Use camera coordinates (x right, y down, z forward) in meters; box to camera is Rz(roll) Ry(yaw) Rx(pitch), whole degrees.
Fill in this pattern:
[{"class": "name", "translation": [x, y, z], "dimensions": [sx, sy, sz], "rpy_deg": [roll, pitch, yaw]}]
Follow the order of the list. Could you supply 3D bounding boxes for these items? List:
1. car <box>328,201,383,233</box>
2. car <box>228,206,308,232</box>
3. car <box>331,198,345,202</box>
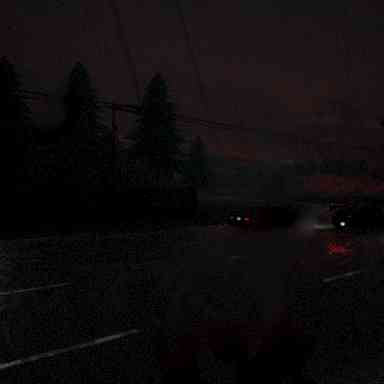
[{"class": "car", "translation": [10.233, 1.491, 19.636], "dimensions": [4.892, 1.490, 1.837], "rpy_deg": [0, 0, -35]}, {"class": "car", "translation": [4.645, 1.535, 19.950], "dimensions": [5.357, 1.411, 2.033], "rpy_deg": [0, 0, -35]}, {"class": "car", "translation": [16.540, 1.484, 37.587], "dimensions": [1.837, 1.490, 4.892], "rpy_deg": [1, 0, 24]}]
